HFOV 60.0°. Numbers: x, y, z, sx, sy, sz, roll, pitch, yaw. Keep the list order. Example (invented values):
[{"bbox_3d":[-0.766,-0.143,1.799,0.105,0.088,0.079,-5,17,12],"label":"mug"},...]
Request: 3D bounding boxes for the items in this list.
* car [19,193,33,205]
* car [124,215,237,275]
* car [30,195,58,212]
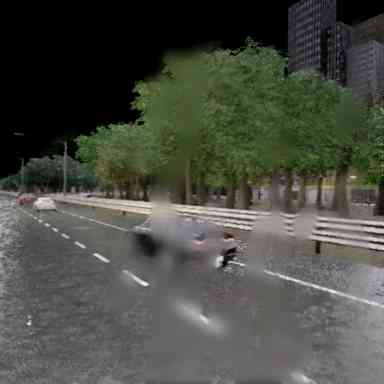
[{"bbox_3d":[-24.821,0.999,50.132,2.097,1.767,4.553,1,0,-30],"label":"car"},{"bbox_3d":[-0.602,1.475,10.544,2.128,1.511,4.902,1,0,-32],"label":"car"},{"bbox_3d":[-15.326,1.313,34.538,1.812,1.442,4.674,1,0,-32],"label":"car"}]
